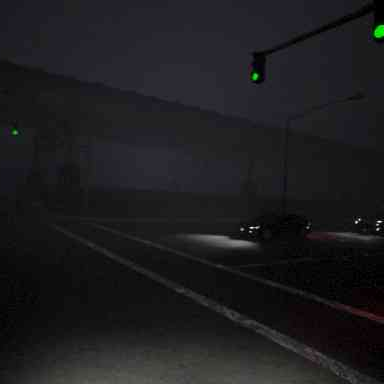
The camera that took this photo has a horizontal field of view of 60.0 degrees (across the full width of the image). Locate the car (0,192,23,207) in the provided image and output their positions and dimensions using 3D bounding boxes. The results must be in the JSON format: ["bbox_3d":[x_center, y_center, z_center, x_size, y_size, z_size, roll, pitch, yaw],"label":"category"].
[{"bbox_3d":[-17.457,0.557,28.859,4.536,1.218,1.853,3,0,-4],"label":"car"}]

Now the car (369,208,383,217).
[{"bbox_3d":[35.574,3.865,64.081,2.038,1.542,4.974,3,0,21],"label":"car"}]

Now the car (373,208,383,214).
[{"bbox_3d":[39.612,3.954,67.643,4.536,1.218,1.853,3,0,-4],"label":"car"}]

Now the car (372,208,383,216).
[{"bbox_3d":[39.655,4.114,67.645,4.974,1.542,2.038,3,0,-4],"label":"car"}]

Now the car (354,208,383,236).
[{"bbox_3d":[14.529,2.320,25.474,4.553,1.767,2.097,3,-1,-33],"label":"car"}]

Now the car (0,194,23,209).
[{"bbox_3d":[-17.414,0.718,28.861,4.974,1.542,2.038,3,0,-4],"label":"car"}]

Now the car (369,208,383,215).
[{"bbox_3d":[35.600,3.709,64.130,1.853,1.218,4.536,3,0,21],"label":"car"}]

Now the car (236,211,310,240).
[{"bbox_3d":[4.750,1.893,19.188,4.892,1.490,1.837,3,-1,-33],"label":"car"}]

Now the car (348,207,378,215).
[{"bbox_3d":[31.667,3.476,61.592,4.536,1.218,1.853,3,0,11],"label":"car"}]

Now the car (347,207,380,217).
[{"bbox_3d":[31.709,3.636,61.581,4.974,1.542,2.038,3,0,11],"label":"car"}]
